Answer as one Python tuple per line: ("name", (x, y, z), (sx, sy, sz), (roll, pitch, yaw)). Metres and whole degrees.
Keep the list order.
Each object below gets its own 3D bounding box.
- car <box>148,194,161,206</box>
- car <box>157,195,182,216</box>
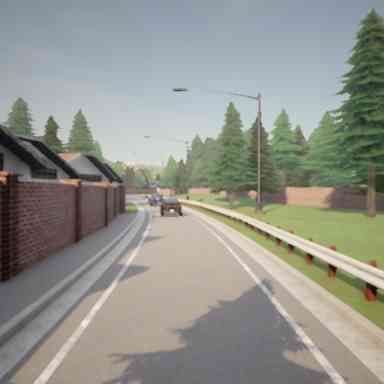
("car", (-5.219, 1.072, 48.287), (2.097, 1.767, 4.553), (0, 0, -12))
("car", (-2.006, 1.328, 30.477), (1.837, 1.490, 4.892), (0, 0, -8))
